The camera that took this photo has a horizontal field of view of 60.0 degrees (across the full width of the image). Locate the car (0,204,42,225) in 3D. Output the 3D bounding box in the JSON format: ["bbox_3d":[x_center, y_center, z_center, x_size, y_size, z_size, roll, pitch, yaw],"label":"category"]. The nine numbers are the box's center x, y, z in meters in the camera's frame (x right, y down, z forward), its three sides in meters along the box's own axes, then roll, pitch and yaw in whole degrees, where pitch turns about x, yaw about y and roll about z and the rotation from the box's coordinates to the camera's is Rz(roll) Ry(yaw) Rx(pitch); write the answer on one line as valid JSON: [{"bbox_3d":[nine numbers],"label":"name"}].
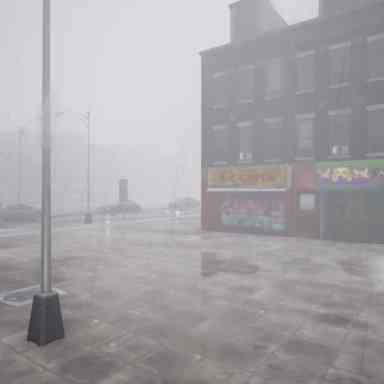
[{"bbox_3d":[-12.753,1.515,23.489,1.994,1.385,4.181,0,0,36],"label":"car"}]

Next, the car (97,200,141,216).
[{"bbox_3d":[-6.881,1.439,31.801,1.812,1.442,4.674,0,0,35],"label":"car"}]

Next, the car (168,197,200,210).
[{"bbox_3d":[-0.924,1.382,40.217,1.837,1.490,4.892,0,0,36],"label":"car"}]
